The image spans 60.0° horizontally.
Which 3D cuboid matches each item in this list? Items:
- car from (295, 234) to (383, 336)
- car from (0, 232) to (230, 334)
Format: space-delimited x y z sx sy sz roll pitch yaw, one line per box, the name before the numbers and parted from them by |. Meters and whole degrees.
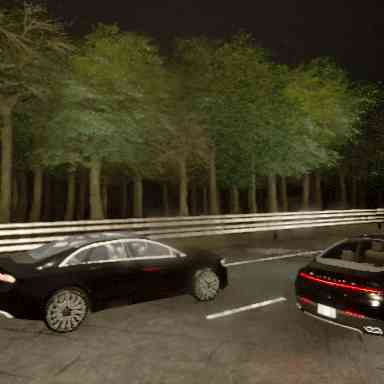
car | 4.084 1.595 6.455 4.892 1.490 1.837 0 -1 -34
car | -1.402 1.594 6.979 4.902 1.511 2.128 0 -1 -34
